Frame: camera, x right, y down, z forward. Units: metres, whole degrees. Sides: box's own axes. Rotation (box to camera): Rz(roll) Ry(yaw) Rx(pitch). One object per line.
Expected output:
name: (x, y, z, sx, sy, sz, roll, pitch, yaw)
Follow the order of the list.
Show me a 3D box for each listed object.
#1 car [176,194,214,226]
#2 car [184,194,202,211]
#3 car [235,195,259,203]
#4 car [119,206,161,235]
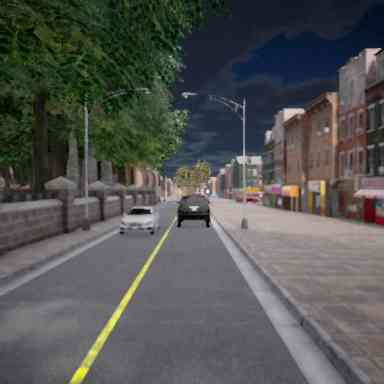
car: (0.095, 1.212, 23.207, 2.150, 2.045, 5.566, 0, -1, -1)
car: (0.108, 1.227, 42.644, 2.150, 2.045, 5.566, 0, 0, 0)
car: (11.793, 1.566, 71.835, 5.009, 1.841, 2.192, 1, 0, 0)
car: (-2.830, 1.521, 18.875, 1.812, 1.442, 4.674, 0, 0, 0)
